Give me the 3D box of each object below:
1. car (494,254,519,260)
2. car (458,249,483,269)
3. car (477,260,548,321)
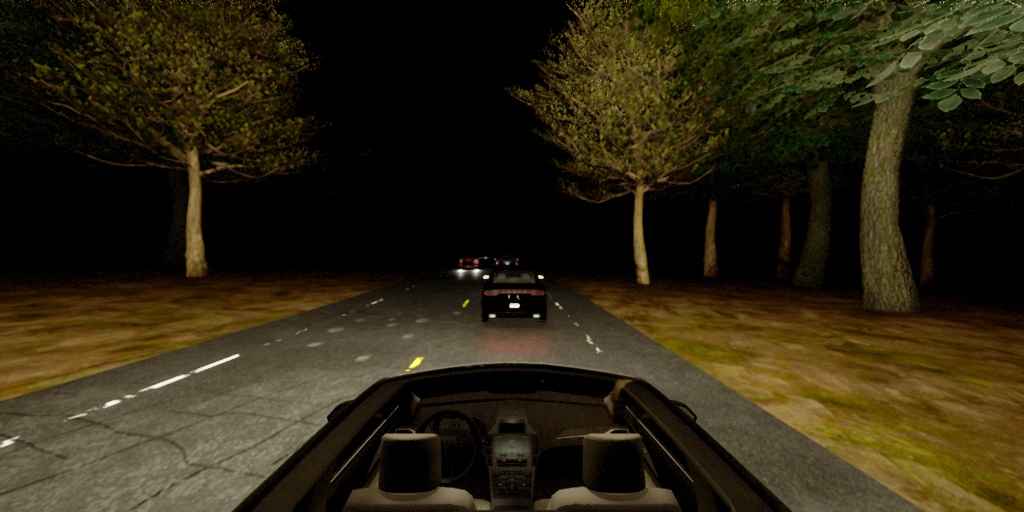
[{"bbox_3d":[-0.487,0.617,30.918,2.097,1.767,4.553,0,1,-2],"label":"car"},{"bbox_3d":[-4.531,0.455,38.380,2.097,1.767,4.553,0,1,-3],"label":"car"},{"bbox_3d":[0.052,1.084,11.844,1.882,1.535,5.008,0,1,0],"label":"car"}]
